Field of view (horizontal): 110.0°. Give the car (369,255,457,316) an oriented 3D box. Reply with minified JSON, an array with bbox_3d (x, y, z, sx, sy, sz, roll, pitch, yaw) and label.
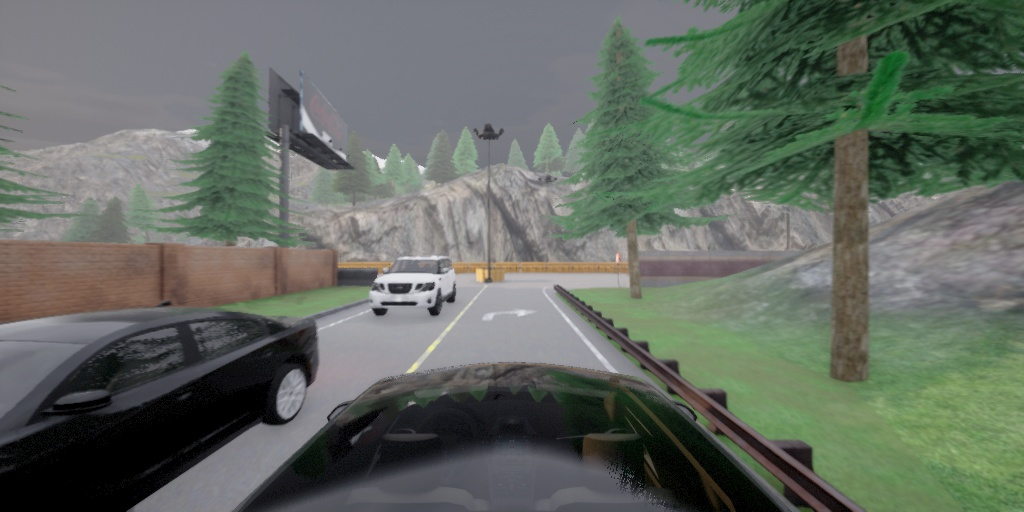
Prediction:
[{"bbox_3d":[-3.500,0.984,13.837,2.150,2.045,5.566,0,0,0],"label":"car"}]

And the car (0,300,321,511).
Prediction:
[{"bbox_3d":[-3.586,1.229,2.890,1.882,1.535,5.008,0,0,0],"label":"car"}]
